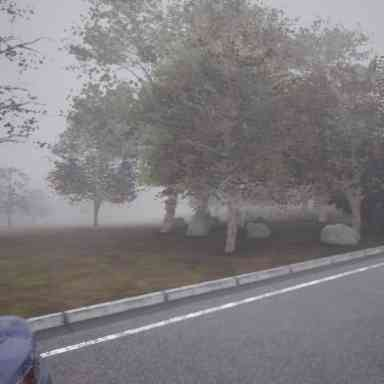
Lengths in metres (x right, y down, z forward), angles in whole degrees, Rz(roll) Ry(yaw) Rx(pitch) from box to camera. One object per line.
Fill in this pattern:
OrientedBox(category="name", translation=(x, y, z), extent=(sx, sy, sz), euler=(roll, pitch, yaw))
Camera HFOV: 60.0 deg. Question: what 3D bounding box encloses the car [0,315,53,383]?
OrientedBox(category="car", translation=(-3.233, 1.533, 1.686), extent=(4.674, 1.442, 1.812), euler=(0, 0, -35))
